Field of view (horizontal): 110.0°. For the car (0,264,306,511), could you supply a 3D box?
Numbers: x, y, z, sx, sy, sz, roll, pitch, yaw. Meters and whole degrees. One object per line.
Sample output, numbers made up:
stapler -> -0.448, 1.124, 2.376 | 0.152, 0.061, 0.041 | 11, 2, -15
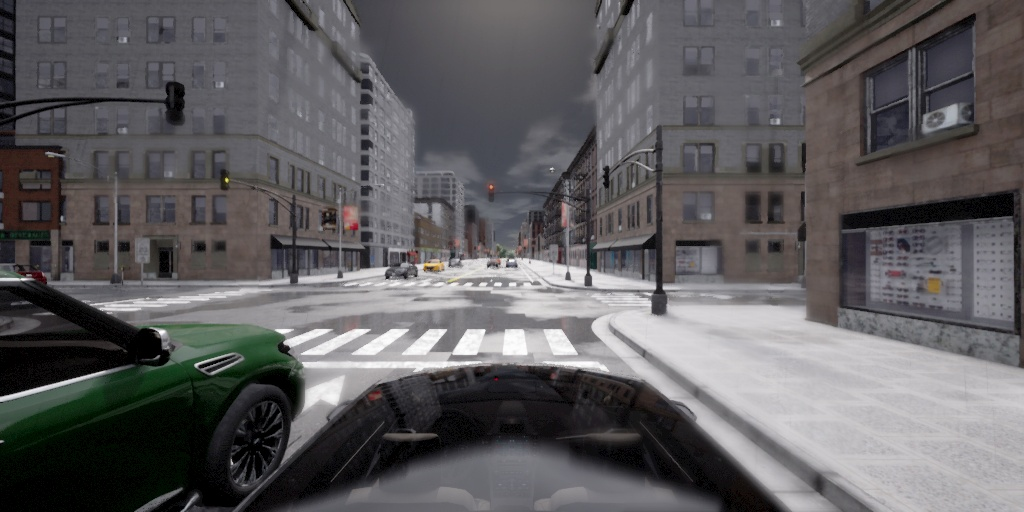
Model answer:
car -> -3.148, 0.972, 1.232 | 2.150, 2.045, 5.566 | 0, 0, 0

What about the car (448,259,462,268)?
car -> -9.852, 1.225, 62.092 | 2.128, 1.511, 4.902 | 0, 0, 1

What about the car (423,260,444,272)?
car -> -9.874, 1.219, 45.495 | 1.882, 1.535, 5.008 | 0, 0, 0

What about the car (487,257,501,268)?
car -> -3.302, 1.334, 61.892 | 1.895, 1.301, 4.718 | 0, 0, 0

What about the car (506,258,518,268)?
car -> -0.052, 1.297, 61.865 | 1.994, 1.385, 4.181 | 0, 0, 0

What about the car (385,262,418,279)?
car -> -9.871, 1.271, 32.444 | 1.812, 1.442, 4.674 | 0, 0, 2
